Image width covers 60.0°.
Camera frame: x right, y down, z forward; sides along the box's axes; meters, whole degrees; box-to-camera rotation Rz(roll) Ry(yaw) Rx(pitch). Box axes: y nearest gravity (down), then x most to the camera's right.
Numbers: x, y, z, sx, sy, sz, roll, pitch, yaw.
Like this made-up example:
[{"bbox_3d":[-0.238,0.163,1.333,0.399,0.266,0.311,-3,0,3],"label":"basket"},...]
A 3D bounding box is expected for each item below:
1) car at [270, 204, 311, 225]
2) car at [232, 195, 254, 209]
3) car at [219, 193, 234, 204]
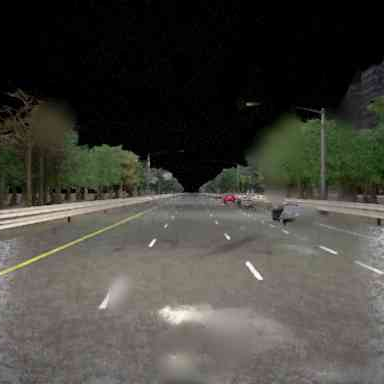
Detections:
[{"bbox_3d":[7.044,1.556,24.159,1.994,1.385,4.181,0,0,0],"label":"car"},{"bbox_3d":[7.111,1.471,45.142,2.128,1.511,4.902,0,0,0],"label":"car"},{"bbox_3d":[7.175,1.192,65.143,2.150,2.045,5.566,0,0,0],"label":"car"}]
